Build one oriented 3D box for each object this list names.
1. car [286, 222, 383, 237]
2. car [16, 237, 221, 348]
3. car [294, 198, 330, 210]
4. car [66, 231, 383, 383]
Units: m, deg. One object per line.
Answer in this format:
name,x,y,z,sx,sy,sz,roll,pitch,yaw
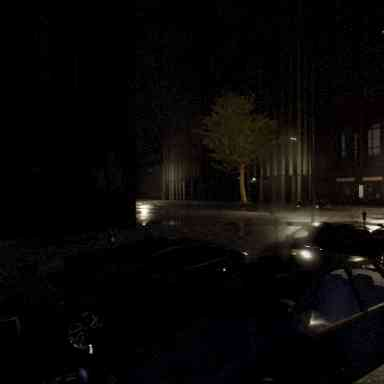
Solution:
car,3.817,1.566,9.402,4.313,1.339,1.947,0,0,-36
car,-0.762,1.566,6.116,4.313,1.339,1.947,0,0,-36
car,16.023,1.554,44.544,1.837,1.490,4.892,0,1,-36
car,1.409,1.547,4.401,5.357,1.411,2.033,0,0,-35
